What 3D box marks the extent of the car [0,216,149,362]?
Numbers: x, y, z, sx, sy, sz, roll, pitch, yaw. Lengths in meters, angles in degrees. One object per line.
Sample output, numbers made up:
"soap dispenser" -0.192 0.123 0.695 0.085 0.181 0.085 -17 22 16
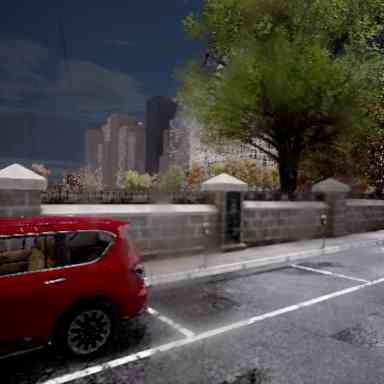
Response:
"car" -2.992 1.316 4.404 5.009 1.841 2.192 0 1 -35
